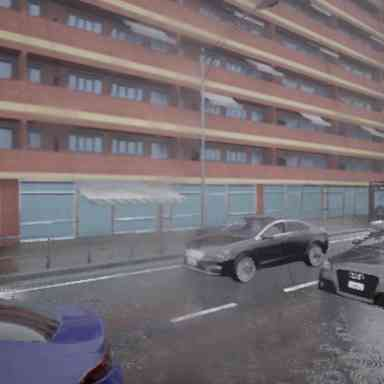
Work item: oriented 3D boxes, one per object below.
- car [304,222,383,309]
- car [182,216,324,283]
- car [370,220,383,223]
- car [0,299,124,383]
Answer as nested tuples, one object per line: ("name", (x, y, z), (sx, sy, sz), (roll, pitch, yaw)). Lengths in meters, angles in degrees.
("car", (4.669, 1.544, 7.300), (4.181, 1.385, 1.994), (0, 0, -35))
("car", (2.004, 1.474, 9.706), (4.902, 1.511, 2.128), (0, 0, -35))
("car", (10.312, 1.557, 15.614), (4.718, 1.301, 1.895), (0, 0, -35))
("car", (-2.743, 1.529, 2.018), (4.674, 1.442, 1.812), (0, 0, -35))
